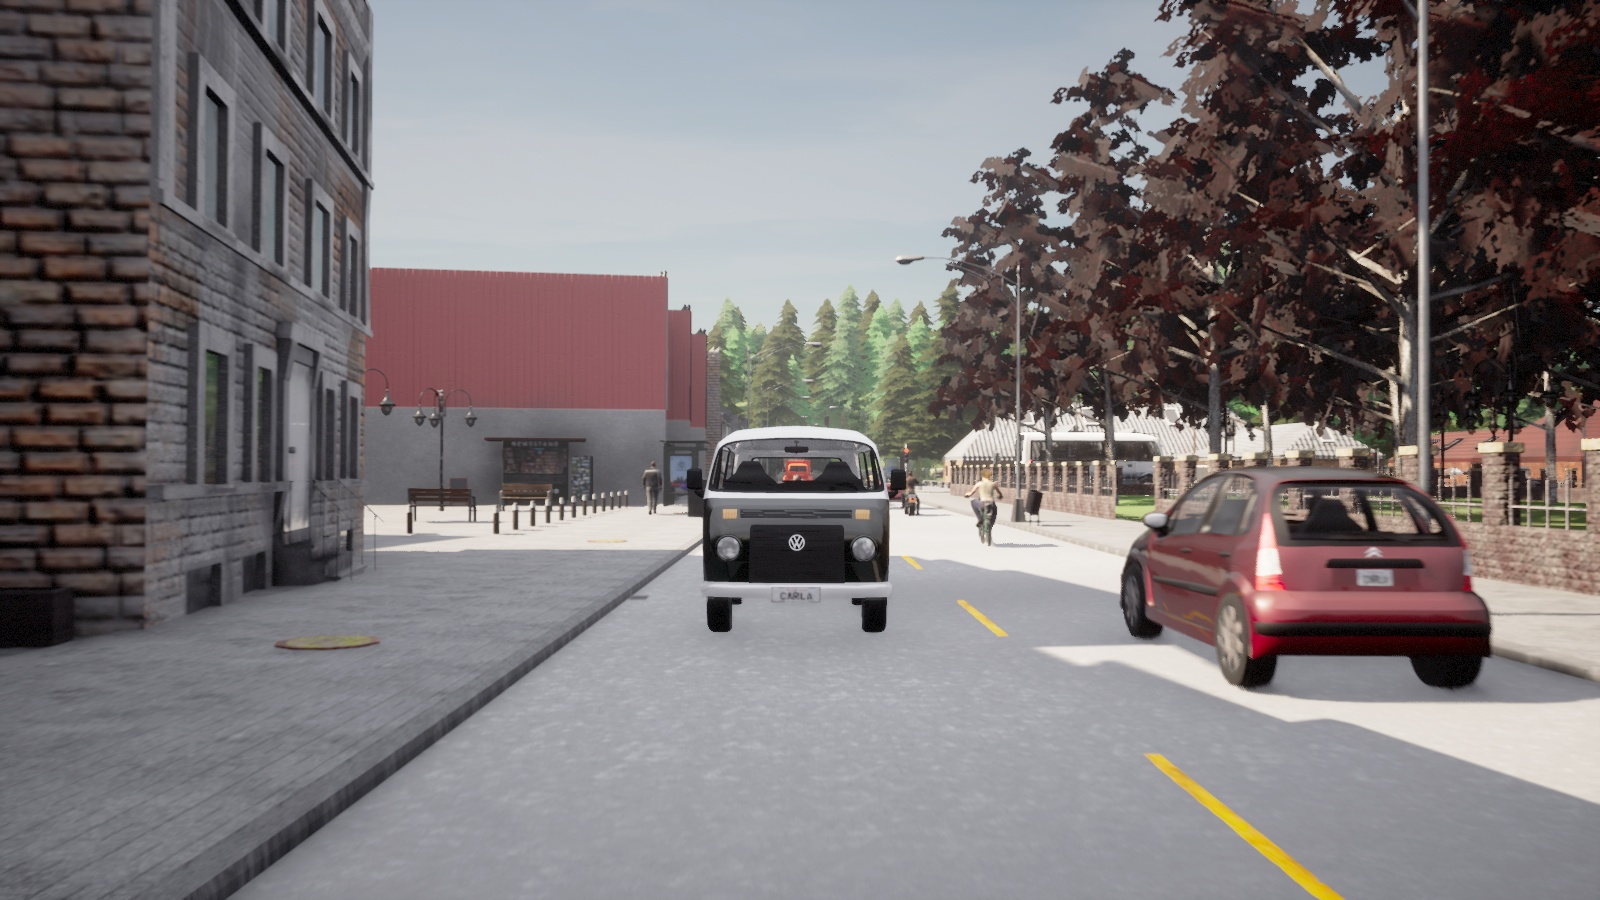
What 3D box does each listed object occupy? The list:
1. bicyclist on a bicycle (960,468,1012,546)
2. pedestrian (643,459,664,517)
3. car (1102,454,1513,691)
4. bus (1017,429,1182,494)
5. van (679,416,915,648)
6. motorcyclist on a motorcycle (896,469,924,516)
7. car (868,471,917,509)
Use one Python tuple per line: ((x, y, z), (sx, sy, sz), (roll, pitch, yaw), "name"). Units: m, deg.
((3.936, 1.183, 26.707), (0.866, 1.612, 1.509), (0, -1, 0), "bicyclist on a bicycle")
((-4.829, 1.236, 41.385), (0.563, 1.883, 0.849), (0, -1, 2), "pedestrian")
((3.973, 0.875, 10.642), (1.851, 1.617, 3.988), (0, -1, 0), "car")
((20.307, 0.790, 85.601), (10.273, 4.253, 3.944), (0, -1, -2), "bus")
((-0.034, 0.761, 13.334), (2.069, 2.038, 4.480), (0, -1, 0), "van")
((3.915, 1.501, 44.901), (0.766, 1.649, 2.350), (0, -1, 0), "motorcyclist on a motorcycle")
((3.906, 1.670, 53.305), (1.789, 1.549, 3.705), (0, -1, 0), "car")
